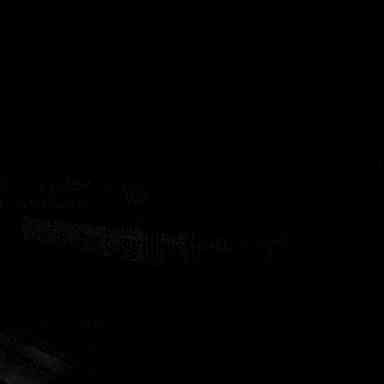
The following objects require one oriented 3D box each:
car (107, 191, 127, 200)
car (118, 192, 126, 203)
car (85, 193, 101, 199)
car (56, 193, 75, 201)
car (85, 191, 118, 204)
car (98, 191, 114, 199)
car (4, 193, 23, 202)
[{"bbox_3d":[-16.920,0.715,74.976,4.605,1.855,1.932,0,0,36],"label":"car"},{"bbox_3d":[-12.253,0.810,51.862,3.866,1.878,1.905,0,0,36],"label":"car"},{"bbox_3d":[-23.797,0.922,79.939,3.806,1.475,1.970,0,0,36],"label":"car"},{"bbox_3d":[-24.832,0.910,65.328,4.514,1.523,2.007,0,0,36],"label":"car"},{"bbox_3d":[-13.631,0.833,49.270,4.605,1.855,1.932,0,0,36],"label":"car"},{"bbox_3d":[-21.344,0.642,82.265,3.866,1.878,1.905,0,0,36],"label":"car"},{"bbox_3d":[-30.751,0.930,57.277,3.633,1.501,1.845,0,0,36],"label":"car"}]
